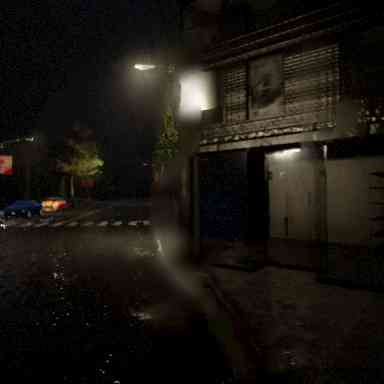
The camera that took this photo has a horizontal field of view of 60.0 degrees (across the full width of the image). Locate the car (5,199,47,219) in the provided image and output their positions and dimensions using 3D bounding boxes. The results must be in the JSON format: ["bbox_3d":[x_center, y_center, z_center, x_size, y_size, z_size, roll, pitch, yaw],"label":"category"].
[{"bbox_3d":[-15.063,1.499,30.027,1.882,1.535,5.008,0,0,-7],"label":"car"}]

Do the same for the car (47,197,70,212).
[{"bbox_3d":[-16.317,1.397,39.161,2.097,1.767,4.553,0,0,-7],"label":"car"}]

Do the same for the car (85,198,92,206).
[{"bbox_3d":[-19.091,1.706,59.548,2.033,1.411,5.357,0,0,-7],"label":"car"}]

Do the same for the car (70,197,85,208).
[{"bbox_3d":[-17.652,1.567,49.042,1.882,1.535,5.008,0,0,-8],"label":"car"}]
